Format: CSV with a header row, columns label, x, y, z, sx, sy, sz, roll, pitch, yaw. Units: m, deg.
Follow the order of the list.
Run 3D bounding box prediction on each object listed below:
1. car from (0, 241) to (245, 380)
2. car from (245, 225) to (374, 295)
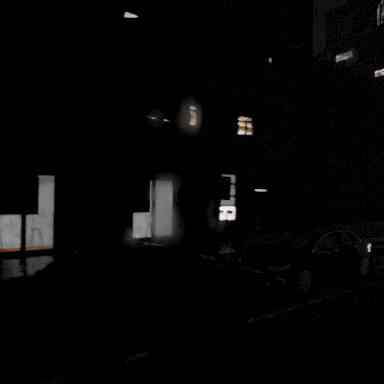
label,x,y,z,sx,sy,sz,roll,pitch,yaw
car,-1.419,1.576,5.533,4.313,1.339,1.947,0,1,-35
car,3.115,1.586,8.768,4.403,1.369,2.008,0,1,-35
